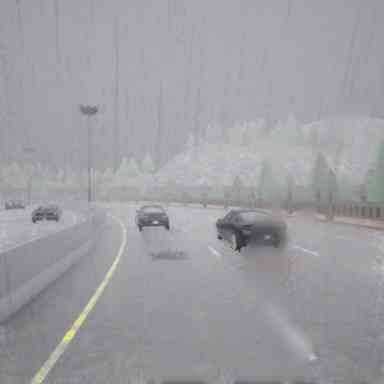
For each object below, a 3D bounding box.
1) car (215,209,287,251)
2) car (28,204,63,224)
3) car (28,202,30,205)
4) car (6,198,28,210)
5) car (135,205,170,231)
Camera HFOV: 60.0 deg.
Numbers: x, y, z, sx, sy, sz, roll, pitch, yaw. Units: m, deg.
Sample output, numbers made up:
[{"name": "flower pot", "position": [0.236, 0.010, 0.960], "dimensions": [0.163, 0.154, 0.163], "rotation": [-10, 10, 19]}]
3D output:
[{"name": "car", "position": [2.313, 1.475, 14.168], "dimensions": [1.882, 1.535, 5.008], "rotation": [0, 0, -8]}, {"name": "car", "position": [-11.377, 1.705, 26.310], "dimensions": [1.895, 1.301, 4.718], "rotation": [0, 0, -18]}, {"name": "car", "position": [-31.593, 1.894, 61.522], "dimensions": [1.812, 1.442, 4.674], "rotation": [-1, 0, -43]}, {"name": "car", "position": [-24.848, 1.630, 46.876], "dimensions": [2.097, 1.767, 4.553], "rotation": [-1, 0, -32]}, {"name": "car", "position": [-2.565, 1.560, 21.114], "dimensions": [1.812, 1.442, 4.674], "rotation": [0, 0, -13]}]
